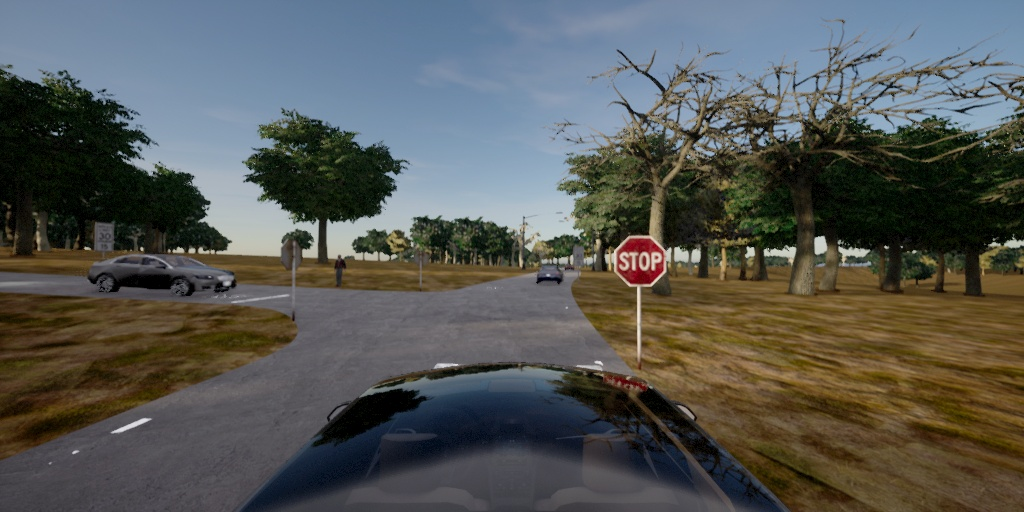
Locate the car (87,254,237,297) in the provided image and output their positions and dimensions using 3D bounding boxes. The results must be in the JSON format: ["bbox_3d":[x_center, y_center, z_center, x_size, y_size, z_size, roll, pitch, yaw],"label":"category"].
[{"bbox_3d":[-13.452,0.695,13.971,4.902,1.511,2.128,2,-1,2],"label":"car"}]

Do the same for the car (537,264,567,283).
[{"bbox_3d":[3.260,1.502,29.901,1.994,1.385,4.181,0,-1,12],"label":"car"}]

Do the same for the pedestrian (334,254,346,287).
[{"bbox_3d":[-9.701,0.779,20.103,0.375,1.860,0.375,0,-4,3],"label":"pedestrian"}]
